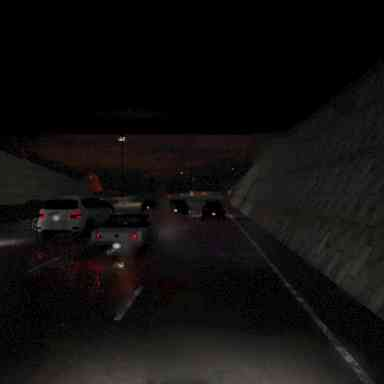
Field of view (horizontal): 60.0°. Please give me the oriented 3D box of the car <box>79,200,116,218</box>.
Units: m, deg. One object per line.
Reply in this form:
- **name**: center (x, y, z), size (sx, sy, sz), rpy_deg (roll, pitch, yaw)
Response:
- **car**: center (-8.563, 1.495, 30.611), size (1.812, 1.442, 4.674), rpy_deg (0, 0, 3)

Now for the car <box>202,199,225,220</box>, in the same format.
- **car**: center (1.784, 1.499, 27.599), size (1.812, 1.442, 4.674), rpy_deg (0, 0, 3)

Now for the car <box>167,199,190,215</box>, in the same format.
- **car**: center (-1.373, 1.471, 33.509), size (1.837, 1.490, 4.892), rpy_deg (0, 0, 3)

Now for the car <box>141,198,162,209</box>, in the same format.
- **car**: center (-4.604, 1.465, 38.328), size (1.837, 1.490, 4.892), rpy_deg (0, -1, 3)

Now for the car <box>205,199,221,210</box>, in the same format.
- **car**: center (2.649, 1.559, 42.534), size (1.895, 1.301, 4.718), rpy_deg (0, 0, 3)

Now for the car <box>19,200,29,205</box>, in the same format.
- **car**: center (-18.716, 1.508, 39.965), size (2.033, 1.411, 5.357), rpy_deg (0, 0, 3)

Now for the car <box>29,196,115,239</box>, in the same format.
- **car**: center (-5.806, 1.204, 17.315), size (2.150, 2.045, 5.566), rpy_deg (0, 0, 3)

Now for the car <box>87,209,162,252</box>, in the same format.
- **car**: center (-2.499, 1.587, 13.889), size (1.895, 1.301, 4.718), rpy_deg (0, 0, 3)
